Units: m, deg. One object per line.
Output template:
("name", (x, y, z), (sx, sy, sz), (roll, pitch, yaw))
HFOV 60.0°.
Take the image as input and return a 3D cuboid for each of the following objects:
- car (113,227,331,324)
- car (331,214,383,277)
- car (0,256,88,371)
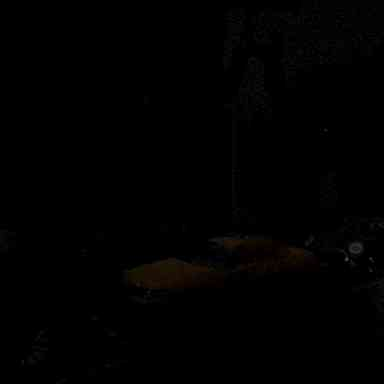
("car", (0.760, 1.564, 7.195), (4.829, 1.417, 1.752), (1, 0, -36))
("car", (5.324, 1.525, 10.454), (4.097, 1.590, 1.967), (1, 0, -36))
("car", (-3.527, 1.561, 4.133), (4.313, 1.339, 1.947), (1, 0, -36))
